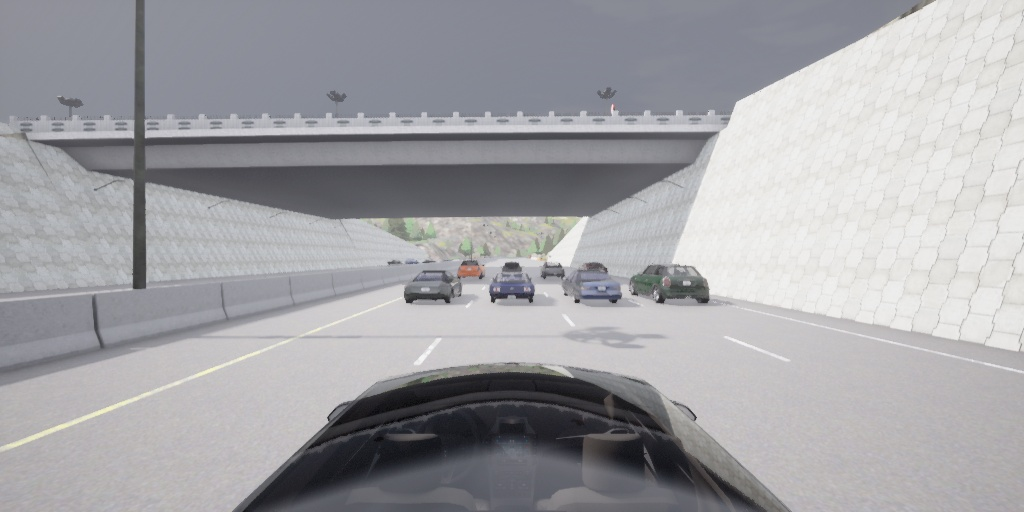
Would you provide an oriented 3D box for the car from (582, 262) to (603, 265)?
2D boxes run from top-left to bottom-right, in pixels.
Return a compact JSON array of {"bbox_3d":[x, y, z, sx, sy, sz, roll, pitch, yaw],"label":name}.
[{"bbox_3d":[7.000,1.232,31.500,1.882,1.535,5.008,0,0,0],"label":"car"}]

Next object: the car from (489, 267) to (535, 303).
[{"bbox_3d":[0.000,1.363,16.530,1.895,1.301,4.718,0,0,0],"label":"car"}]

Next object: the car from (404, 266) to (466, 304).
[{"bbox_3d":[-3.500,1.319,16.500,1.994,1.385,4.181,0,0,0],"label":"car"}]

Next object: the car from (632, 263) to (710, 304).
[{"bbox_3d":[7.000,1.113,16.470,2.097,1.767,4.553,0,0,0],"label":"car"}]

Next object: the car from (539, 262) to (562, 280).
[{"bbox_3d":[3.500,1.243,31.500,2.128,1.511,4.902,0,0,0],"label":"car"}]

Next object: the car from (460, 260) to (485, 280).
[{"bbox_3d":[-3.500,1.113,31.470,2.097,1.767,4.553,0,0,0],"label":"car"}]

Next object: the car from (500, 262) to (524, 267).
[{"bbox_3d":[0.000,1.264,31.500,1.837,1.490,4.892,0,0,0],"label":"car"}]

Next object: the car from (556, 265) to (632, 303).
[{"bbox_3d":[3.500,1.310,16.500,2.033,1.411,5.357,0,0,0],"label":"car"}]
